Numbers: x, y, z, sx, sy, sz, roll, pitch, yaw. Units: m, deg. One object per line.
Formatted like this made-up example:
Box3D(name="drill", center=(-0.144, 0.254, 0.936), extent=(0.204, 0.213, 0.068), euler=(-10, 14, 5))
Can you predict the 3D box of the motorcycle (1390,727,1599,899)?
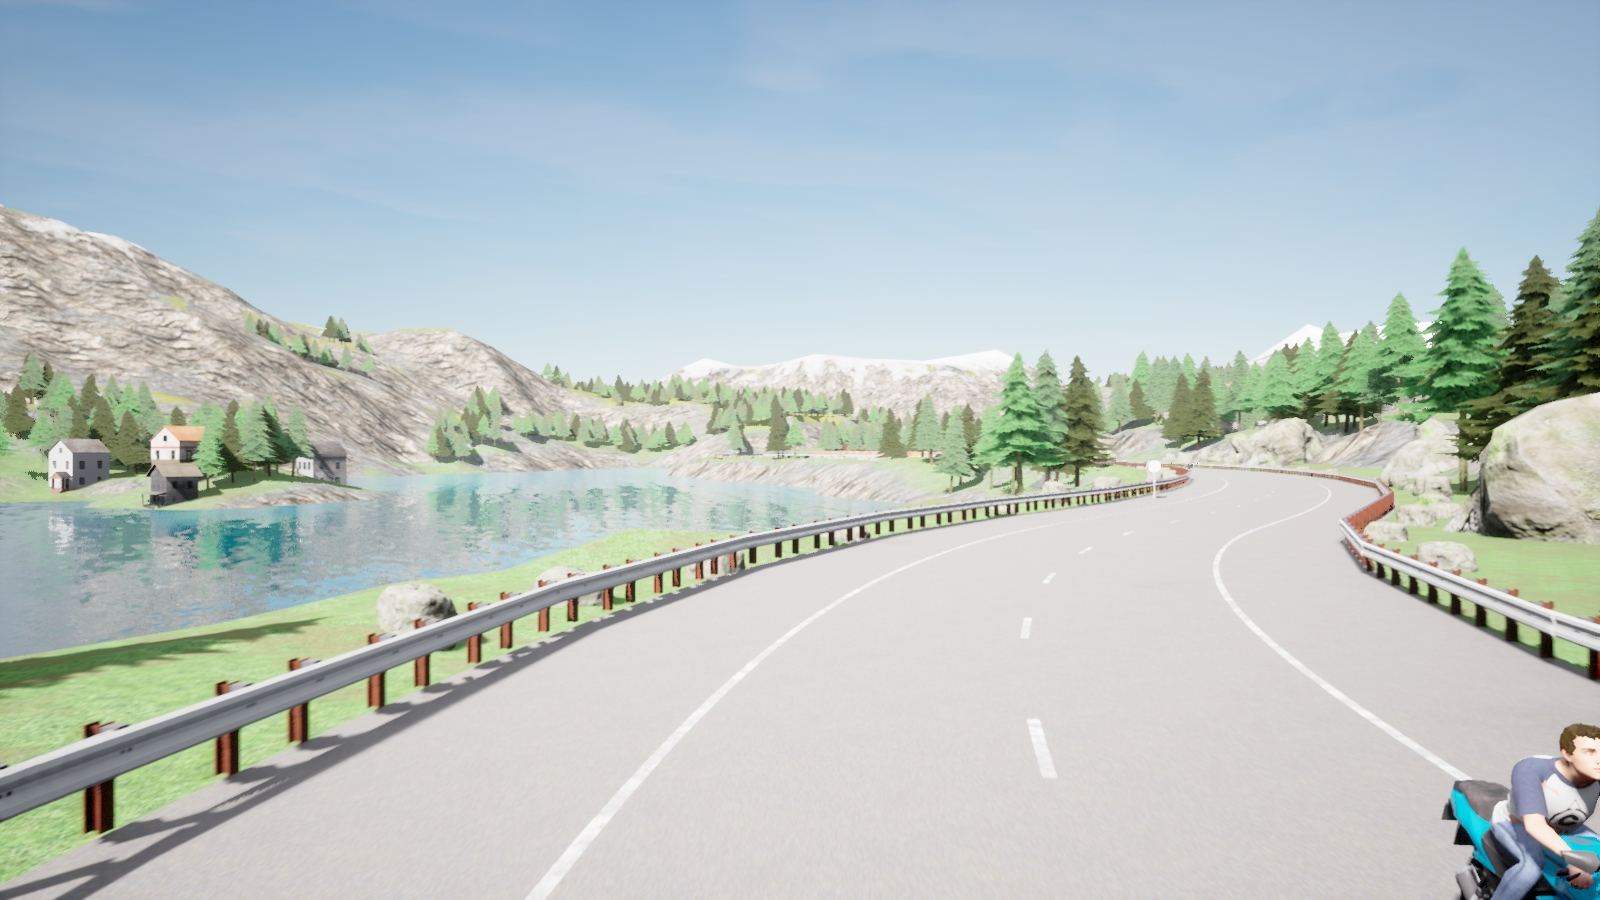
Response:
Box3D(name="motorcycle", center=(3.664, 2.177, 5.416), extent=(0.803, 1.217, 2.033), euler=(0, 0, 4))
